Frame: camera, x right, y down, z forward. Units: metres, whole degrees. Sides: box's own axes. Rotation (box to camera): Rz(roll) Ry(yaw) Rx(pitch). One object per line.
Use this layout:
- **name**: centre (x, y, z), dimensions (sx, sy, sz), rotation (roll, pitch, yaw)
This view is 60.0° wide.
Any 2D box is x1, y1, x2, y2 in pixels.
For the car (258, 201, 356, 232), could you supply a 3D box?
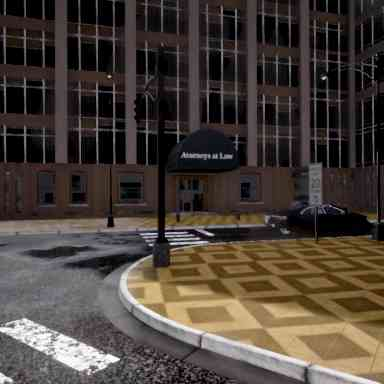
- **car**: centre (6.484, 1.314, 18.922), dimensions (4.902, 1.511, 2.128), rotation (0, 0, -14)

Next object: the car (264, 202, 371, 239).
- **car**: centre (6.087, 1.309, 15.887), dimensions (4.902, 1.511, 2.128), rotation (0, 0, -14)
